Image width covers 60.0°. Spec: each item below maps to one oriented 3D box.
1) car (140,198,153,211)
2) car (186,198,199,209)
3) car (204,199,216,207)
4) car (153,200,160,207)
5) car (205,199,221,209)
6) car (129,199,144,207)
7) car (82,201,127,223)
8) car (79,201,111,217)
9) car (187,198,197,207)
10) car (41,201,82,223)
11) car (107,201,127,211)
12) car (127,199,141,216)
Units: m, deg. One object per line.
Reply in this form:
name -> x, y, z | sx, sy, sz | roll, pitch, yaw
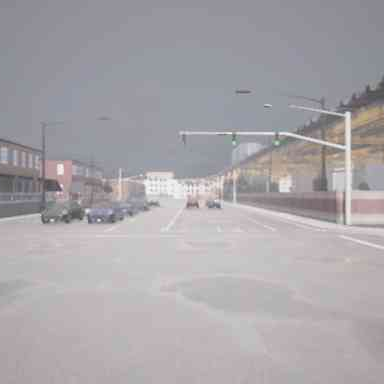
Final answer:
car -> -7.079, 1.733, 46.174 | 2.097, 1.767, 4.553 | 0, 0, 0
car -> 0.112, 1.803, 54.963 | 2.097, 1.767, 4.553 | 0, 0, 0
car -> 3.549, 2.083, 65.031 | 2.033, 1.411, 5.357 | 0, 0, 0
car -> -7.002, 2.109, 61.659 | 1.895, 1.301, 4.718 | 0, 0, 0
car -> 3.609, 2.046, 53.944 | 1.895, 1.301, 4.718 | 0, 0, 0
car -> -10.489, 2.096, 63.166 | 1.994, 1.385, 4.181 | 0, -1, 0
car -> -7.088, 1.579, 27.572 | 2.097, 1.767, 4.553 | 0, 0, 0
car -> -10.588, 1.793, 36.596 | 2.128, 1.511, 4.902 | 0, 0, 0
car -> 0.048, 2.040, 64.962 | 1.837, 1.490, 4.892 | 0, 0, 0
car -> -10.588, 1.578, 27.444 | 2.097, 1.767, 4.553 | 0, 0, 0
car -> -10.578, 1.952, 47.120 | 1.994, 1.385, 4.181 | 0, 0, 0
car -> -7.089, 1.825, 36.257 | 1.812, 1.442, 4.674 | 0, 0, 0
